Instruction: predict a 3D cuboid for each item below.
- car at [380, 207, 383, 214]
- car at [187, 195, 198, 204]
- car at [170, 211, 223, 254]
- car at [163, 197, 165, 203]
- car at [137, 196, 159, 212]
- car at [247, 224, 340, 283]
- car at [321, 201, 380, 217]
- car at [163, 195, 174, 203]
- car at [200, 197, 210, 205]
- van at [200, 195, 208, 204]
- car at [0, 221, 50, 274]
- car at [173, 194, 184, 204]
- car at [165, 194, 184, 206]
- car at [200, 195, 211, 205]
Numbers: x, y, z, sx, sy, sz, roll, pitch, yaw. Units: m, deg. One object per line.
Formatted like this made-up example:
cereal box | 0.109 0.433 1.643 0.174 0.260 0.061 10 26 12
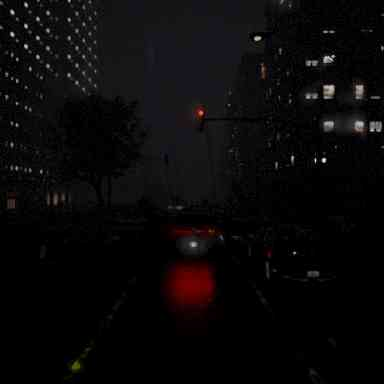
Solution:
car | 18.824 1.357 29.010 4.829 1.417 1.752 -1 1 -1
car | 0.003 1.841 71.674 1.812 1.442 4.674 0 0 0
car | 0.229 1.559 13.821 1.837 1.490 4.892 0 0 4
car | -5.688 1.908 75.075 1.947 1.339 4.313 0 0 0
car | -5.690 1.493 41.939 2.192 1.841 5.009 0 0 0
car | 2.690 1.587 9.550 2.008 1.369 4.403 0 0 0
car | 13.427 1.458 28.956 4.403 1.369 2.008 -1 1 -1
car | -5.688 1.687 80.598 2.192 1.841 5.009 0 0 0
car | 2.693 1.838 69.721 1.752 1.417 4.829 0 0 0
van | 2.693 1.683 75.076 1.690 1.788 3.998 0 0 0
car | -5.690 1.582 9.550 1.887 1.381 4.507 0 0 0
car | -2.996 1.552 75.212 2.150 2.045 5.566 0 0 0
car | -3.051 1.483 59.600 2.150 2.045 5.566 0 0 1
car | 2.693 1.850 64.028 1.947 1.339 4.313 0 0 0
